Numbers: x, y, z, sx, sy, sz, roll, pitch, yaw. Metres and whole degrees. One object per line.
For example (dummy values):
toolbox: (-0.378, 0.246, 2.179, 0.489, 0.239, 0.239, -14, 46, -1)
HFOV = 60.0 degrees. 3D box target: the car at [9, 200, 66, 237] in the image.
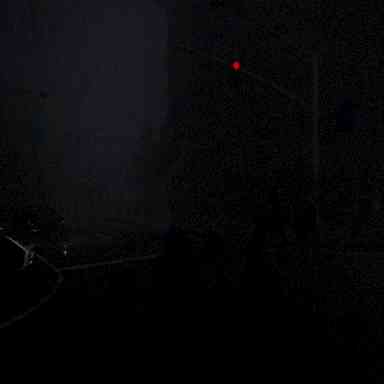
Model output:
car: (-8.436, 1.456, 18.239, 1.882, 1.535, 5.008, 0, 0, -36)

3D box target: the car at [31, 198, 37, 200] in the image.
car: (-19.149, 1.440, 39.113, 1.837, 1.490, 4.892, 0, 0, -36)

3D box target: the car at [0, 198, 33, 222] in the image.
car: (-14.297, 1.442, 26.255, 1.882, 1.535, 5.008, 0, 0, -36)
